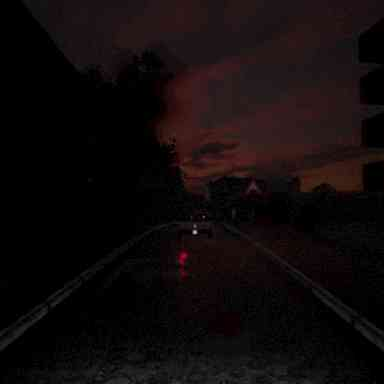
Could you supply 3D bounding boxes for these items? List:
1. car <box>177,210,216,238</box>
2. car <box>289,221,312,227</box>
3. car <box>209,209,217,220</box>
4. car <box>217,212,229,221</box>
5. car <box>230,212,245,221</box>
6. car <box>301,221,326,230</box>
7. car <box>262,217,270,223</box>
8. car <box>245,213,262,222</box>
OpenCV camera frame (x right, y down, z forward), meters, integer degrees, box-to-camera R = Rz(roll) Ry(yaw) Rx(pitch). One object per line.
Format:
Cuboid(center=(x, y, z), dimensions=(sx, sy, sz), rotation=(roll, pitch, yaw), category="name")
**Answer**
Cuboid(center=(0.180, 1.897, 19.563), dimensions=(1.895, 1.301, 4.718), rotation=(0, -2, 1), category="car")
Cuboid(center=(22.623, 6.736, 69.872), dimensions=(2.002, 1.452, 4.674), rotation=(8, -6, -29), category="car")
Cuboid(center=(1.970, 4.458, 66.218), dimensions=(2.435, 2.045, 5.566), rotation=(3, -5, -30), category="car")
Cuboid(center=(4.850, 4.770, 66.798), dimensions=(2.185, 1.767, 4.553), rotation=(5, -6, -31), category="car")
Cuboid(center=(7.822, 5.037, 67.289), dimensions=(2.185, 1.767, 4.553), rotation=(7, -6, -30), category="car")
Cuboid(center=(25.594, 7.043, 70.377), dimensions=(2.002, 1.452, 4.674), rotation=(8, -6, -29), category="car")
Cuboid(center=(13.652, 5.784, 68.524), dimensions=(1.946, 1.575, 5.366), rotation=(8, -6, -30), category="car")
Cuboid(center=(10.819, 5.224, 67.843), dimensions=(2.435, 2.045, 5.566), rotation=(8, -6, -30), category="car")
